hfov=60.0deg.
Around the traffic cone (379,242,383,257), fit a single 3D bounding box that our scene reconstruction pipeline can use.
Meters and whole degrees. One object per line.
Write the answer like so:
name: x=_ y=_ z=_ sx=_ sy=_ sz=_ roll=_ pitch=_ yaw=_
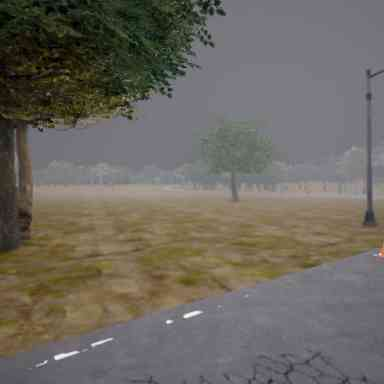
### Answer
traffic cone: x=6.918 y=2.021 z=11.936 sx=0.340 sy=0.580 sz=0.340 roll=0 pitch=0 yaw=-41
